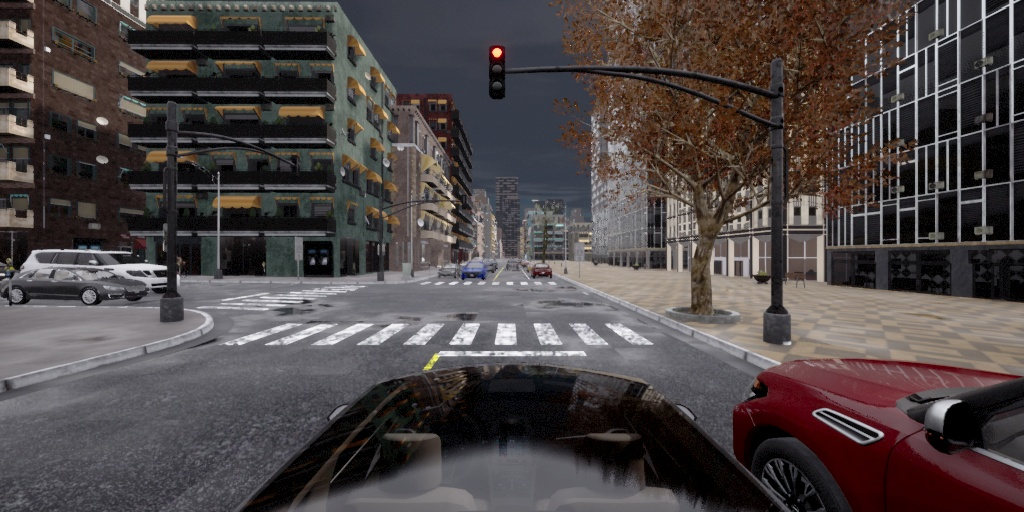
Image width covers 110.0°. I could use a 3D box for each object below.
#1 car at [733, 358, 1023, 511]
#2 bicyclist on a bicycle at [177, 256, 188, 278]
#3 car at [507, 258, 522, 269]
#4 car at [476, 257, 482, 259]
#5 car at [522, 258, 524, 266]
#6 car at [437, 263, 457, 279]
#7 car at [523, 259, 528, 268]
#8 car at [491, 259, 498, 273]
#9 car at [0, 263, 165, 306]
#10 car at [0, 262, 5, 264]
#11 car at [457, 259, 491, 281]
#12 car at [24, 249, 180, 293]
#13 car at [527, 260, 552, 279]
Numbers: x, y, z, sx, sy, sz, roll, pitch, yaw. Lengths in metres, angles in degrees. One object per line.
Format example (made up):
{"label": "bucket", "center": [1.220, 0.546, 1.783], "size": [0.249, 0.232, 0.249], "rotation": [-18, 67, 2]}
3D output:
{"label": "car", "center": [2.691, 1.065, 0.631], "size": [2.192, 1.841, 5.009], "rotation": [0, 0, 0]}
{"label": "bicyclist on a bicycle", "center": [-23.177, 0.761, 24.854], "size": [0.582, 1.620, 1.656], "rotation": [1, 0, -1]}
{"label": "car", "center": [0.080, 1.279, 57.492], "size": [2.128, 1.511, 4.902], "rotation": [0, 0, 0]}
{"label": "car", "center": [-5.708, 1.226, 55.146], "size": [1.967, 1.591, 4.097], "rotation": [0, 0, 0]}
{"label": "car", "center": [2.670, 1.375, 60.681], "size": [1.802, 1.307, 4.207], "rotation": [0, 0, 0]}
{"label": "car", "center": [-5.700, 1.313, 33.015], "size": [2.007, 1.370, 4.403], "rotation": [0, 0, 0]}
{"label": "car", "center": [2.676, 1.298, 44.253], "size": [1.751, 1.417, 4.829], "rotation": [0, 0, 0]}
{"label": "car", "center": [-3.107, 1.336, 42.779], "size": [1.994, 1.385, 4.181], "rotation": [0, 0, 0]}
{"label": "car", "center": [-16.439, 1.091, 13.596], "size": [4.403, 1.370, 2.007], "rotation": [0, 0, -1]}
{"label": "car", "center": [-33.196, 0.869, 21.801], "size": [4.403, 1.370, 2.007], "rotation": [0, 0, -1]}
{"label": "car", "center": [-3.106, 1.238, 30.228], "size": [1.882, 1.535, 5.008], "rotation": [0, 0, 0]}
{"label": "car", "center": [-18.432, 0.738, 16.164], "size": [5.566, 2.045, 2.150], "rotation": [1, 0, -1]}
{"label": "car", "center": [2.680, 1.307, 33.018], "size": [1.888, 1.381, 4.507], "rotation": [0, 0, 0]}
